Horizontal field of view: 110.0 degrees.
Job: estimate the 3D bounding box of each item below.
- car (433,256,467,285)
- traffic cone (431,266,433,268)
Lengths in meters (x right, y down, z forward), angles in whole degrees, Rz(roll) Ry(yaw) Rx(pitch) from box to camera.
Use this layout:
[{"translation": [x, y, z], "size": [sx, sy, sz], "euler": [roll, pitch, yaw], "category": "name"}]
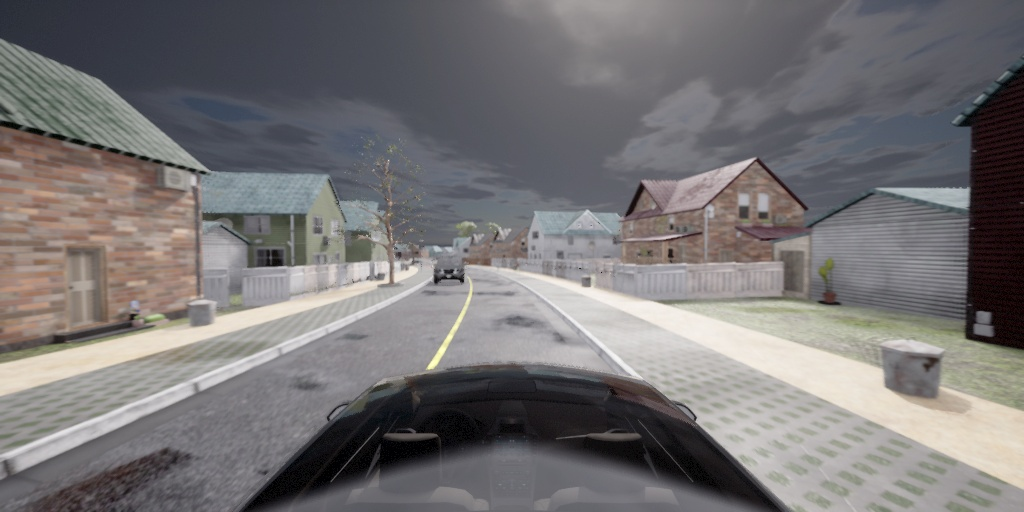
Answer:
[{"translation": [-4.583, 0.993, 26.753], "size": [2.150, 2.045, 5.566], "euler": [0, 0, -7], "category": "car"}, {"translation": [-13.173, 1.843, 61.299], "size": [0.340, 0.580, 0.340], "euler": [0, 0, -17], "category": "traffic cone"}]
